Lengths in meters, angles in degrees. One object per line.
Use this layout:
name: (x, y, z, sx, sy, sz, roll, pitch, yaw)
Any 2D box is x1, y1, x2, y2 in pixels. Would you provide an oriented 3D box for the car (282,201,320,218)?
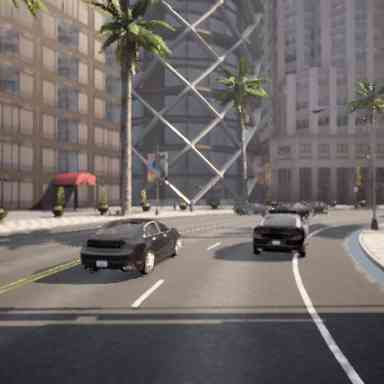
car: (9.396, 1.766, 30.439, 2.128, 1.511, 4.902, -1, -1, 45)

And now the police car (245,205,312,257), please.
police car: (3.790, 1.551, 13.804, 1.930, 1.638, 5.238, 0, -1, 21)

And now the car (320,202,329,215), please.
car: (13.579, 1.846, 38.155, 4.892, 1.490, 1.837, 0, -1, -30)

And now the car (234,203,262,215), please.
car: (6.716, 1.907, 37.499, 4.181, 1.385, 1.994, 0, -1, -38)

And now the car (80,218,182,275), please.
car: (-1.730, 1.611, 10.912, 1.837, 1.490, 4.892, 0, 0, 14)
